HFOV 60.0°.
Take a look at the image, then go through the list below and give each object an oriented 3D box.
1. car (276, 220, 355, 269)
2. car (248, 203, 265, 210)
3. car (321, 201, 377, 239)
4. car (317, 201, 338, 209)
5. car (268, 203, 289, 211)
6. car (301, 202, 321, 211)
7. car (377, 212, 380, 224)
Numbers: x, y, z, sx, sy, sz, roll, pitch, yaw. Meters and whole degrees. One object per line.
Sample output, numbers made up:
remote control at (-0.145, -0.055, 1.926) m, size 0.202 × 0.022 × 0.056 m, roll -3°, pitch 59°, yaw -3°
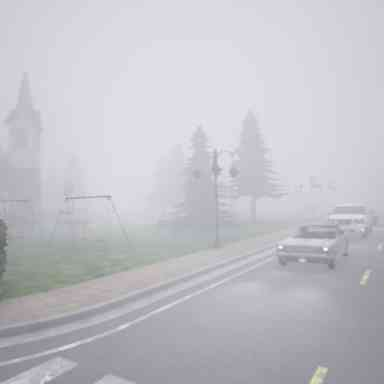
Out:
car at (4.763, 1.956, 12.715) m, size 1.895 × 1.301 × 4.718 m, roll -3°, pitch -2°, yaw 32°
car at (17.523, 4.323, 92.988) m, size 3.633 × 1.501 × 1.845 m, roll -3°, pitch -3°, yaw 32°
car at (10.166, 1.750, 21.284) m, size 2.150 × 2.045 × 5.566 m, roll -3°, pitch -3°, yaw 33°
car at (35.112, 3.381, 86.140) m, size 4.605 × 1.855 × 1.932 m, roll -3°, pitch -3°, yaw 32°
car at (20.390, 3.719, 76.986) m, size 3.806 × 1.475 × 1.970 m, roll -3°, pitch -3°, yaw 32°
car at (25.061, 3.345, 70.506) m, size 3.633 × 1.501 × 1.845 m, roll -3°, pitch -3°, yaw 32°
car at (15.776, 2.183, 30.078) m, size 1.882 × 1.535 × 5.008 m, roll -3°, pitch -3°, yaw 32°
